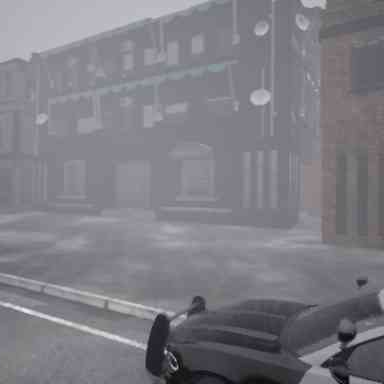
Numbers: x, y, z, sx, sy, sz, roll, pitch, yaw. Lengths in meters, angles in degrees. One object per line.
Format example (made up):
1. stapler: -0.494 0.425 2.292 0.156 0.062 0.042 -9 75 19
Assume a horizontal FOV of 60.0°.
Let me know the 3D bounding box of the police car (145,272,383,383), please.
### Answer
1. police car: 1.958 1.529 2.805 5.238 1.638 1.930 1 -1 30
